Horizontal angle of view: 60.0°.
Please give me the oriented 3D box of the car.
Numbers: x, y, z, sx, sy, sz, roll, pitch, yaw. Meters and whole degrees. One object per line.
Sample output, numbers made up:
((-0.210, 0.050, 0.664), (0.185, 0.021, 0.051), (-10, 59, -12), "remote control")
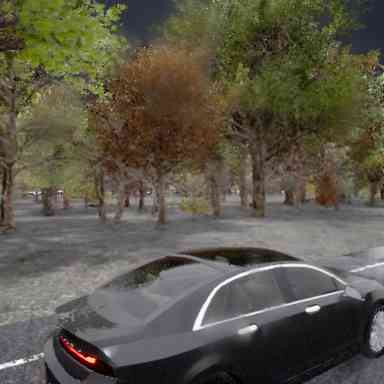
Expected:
((0.766, 1.488, 4.294), (4.892, 1.490, 1.837), (0, 0, -36), "car")
